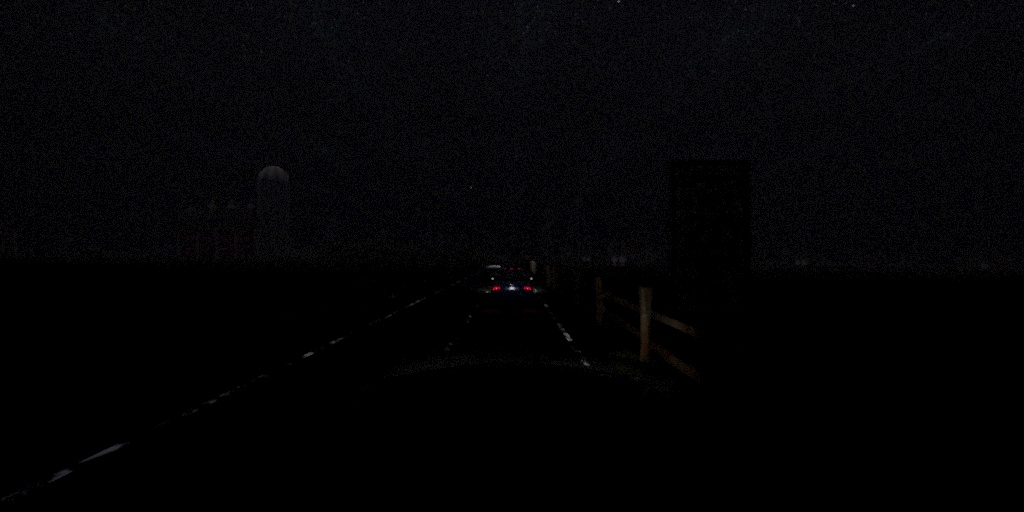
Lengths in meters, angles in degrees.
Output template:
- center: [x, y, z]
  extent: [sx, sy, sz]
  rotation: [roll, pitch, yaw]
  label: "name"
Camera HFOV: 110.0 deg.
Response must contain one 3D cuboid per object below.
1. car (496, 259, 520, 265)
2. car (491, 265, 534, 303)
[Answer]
- center: [0.000, 1.254, 31.504]
  extent: [2.128, 1.511, 4.902]
  rotation: [0, 0, 0]
  label: "car"
- center: [0.000, 1.317, 16.502]
  extent: [2.033, 1.411, 5.357]
  rotation: [0, 0, 0]
  label: "car"
